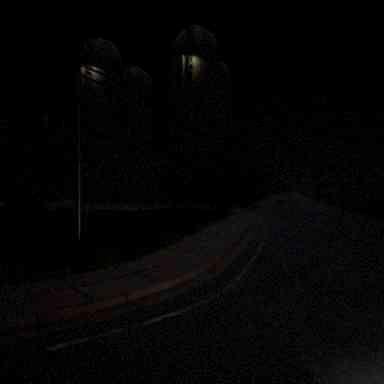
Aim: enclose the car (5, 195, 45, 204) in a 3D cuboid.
[{"bbox_3d":[-18.753,1.110,37.593,2.242,1.667,4.611,0,1,15],"label":"car"}]
